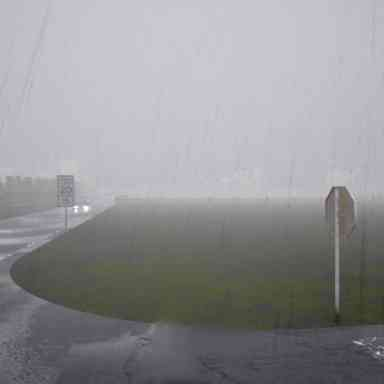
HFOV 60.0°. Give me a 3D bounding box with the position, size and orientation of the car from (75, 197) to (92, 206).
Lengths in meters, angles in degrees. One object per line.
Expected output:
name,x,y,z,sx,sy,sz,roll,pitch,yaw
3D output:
car,-16.407,1.337,50.373,1.895,1.301,4.718,0,0,-9
